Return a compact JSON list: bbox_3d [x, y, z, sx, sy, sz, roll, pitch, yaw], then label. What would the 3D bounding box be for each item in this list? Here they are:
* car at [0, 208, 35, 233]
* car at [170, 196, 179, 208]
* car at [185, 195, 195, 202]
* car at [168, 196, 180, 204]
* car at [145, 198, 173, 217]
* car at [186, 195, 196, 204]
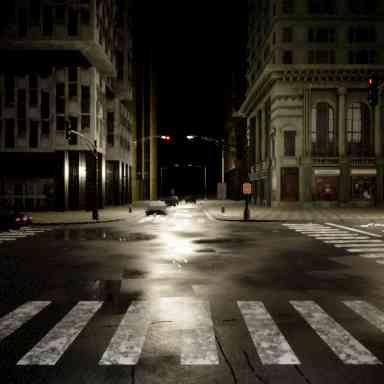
[{"bbox_3d":[-12.298,1.670,20.003,5.357,1.411,2.033,-1,0,9],"label":"car"},{"bbox_3d":[-3.294,1.524,47.129,1.994,1.385,4.181,0,0,0],"label":"car"},{"bbox_3d":[-0.427,1.454,73.760,1.994,1.385,4.181,0,0,0],"label":"car"},{"bbox_3d":[-3.396,1.474,63.549,2.033,1.411,5.357,0,0,0],"label":"car"},{"bbox_3d":[-3.193,1.531,31.352,2.033,1.411,5.357,0,0,0],"label":"car"},{"bbox_3d":[-0.247,1.455,62.324,1.812,1.442,4.674,0,0,-1],"label":"car"}]
